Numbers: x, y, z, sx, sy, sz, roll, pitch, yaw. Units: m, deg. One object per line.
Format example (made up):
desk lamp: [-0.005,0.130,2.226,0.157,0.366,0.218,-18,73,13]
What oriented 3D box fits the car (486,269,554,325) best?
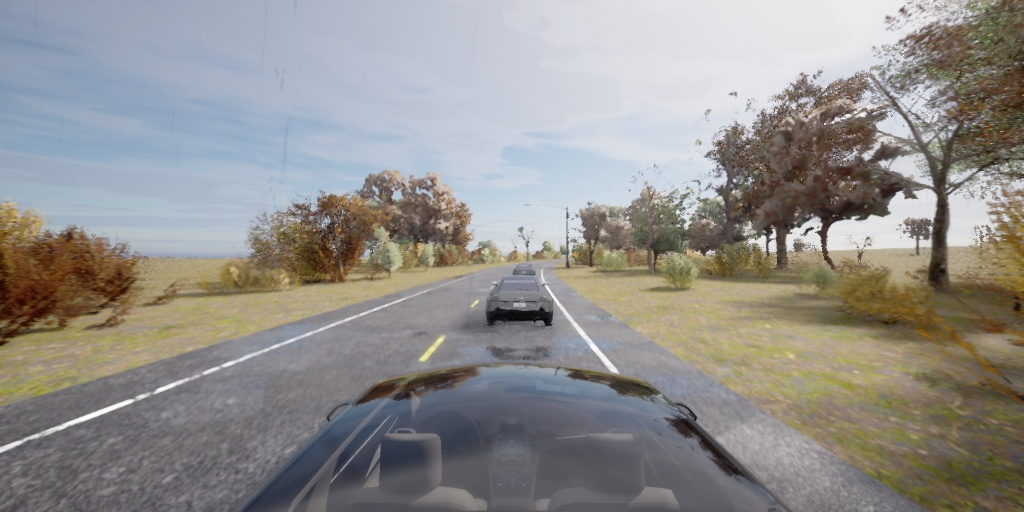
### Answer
car: [0.255,1.315,11.852,1.994,1.385,4.181,0,0,1]

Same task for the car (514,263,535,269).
car: [1.105,1.314,31.902,1.994,1.385,4.181,0,0,4]
